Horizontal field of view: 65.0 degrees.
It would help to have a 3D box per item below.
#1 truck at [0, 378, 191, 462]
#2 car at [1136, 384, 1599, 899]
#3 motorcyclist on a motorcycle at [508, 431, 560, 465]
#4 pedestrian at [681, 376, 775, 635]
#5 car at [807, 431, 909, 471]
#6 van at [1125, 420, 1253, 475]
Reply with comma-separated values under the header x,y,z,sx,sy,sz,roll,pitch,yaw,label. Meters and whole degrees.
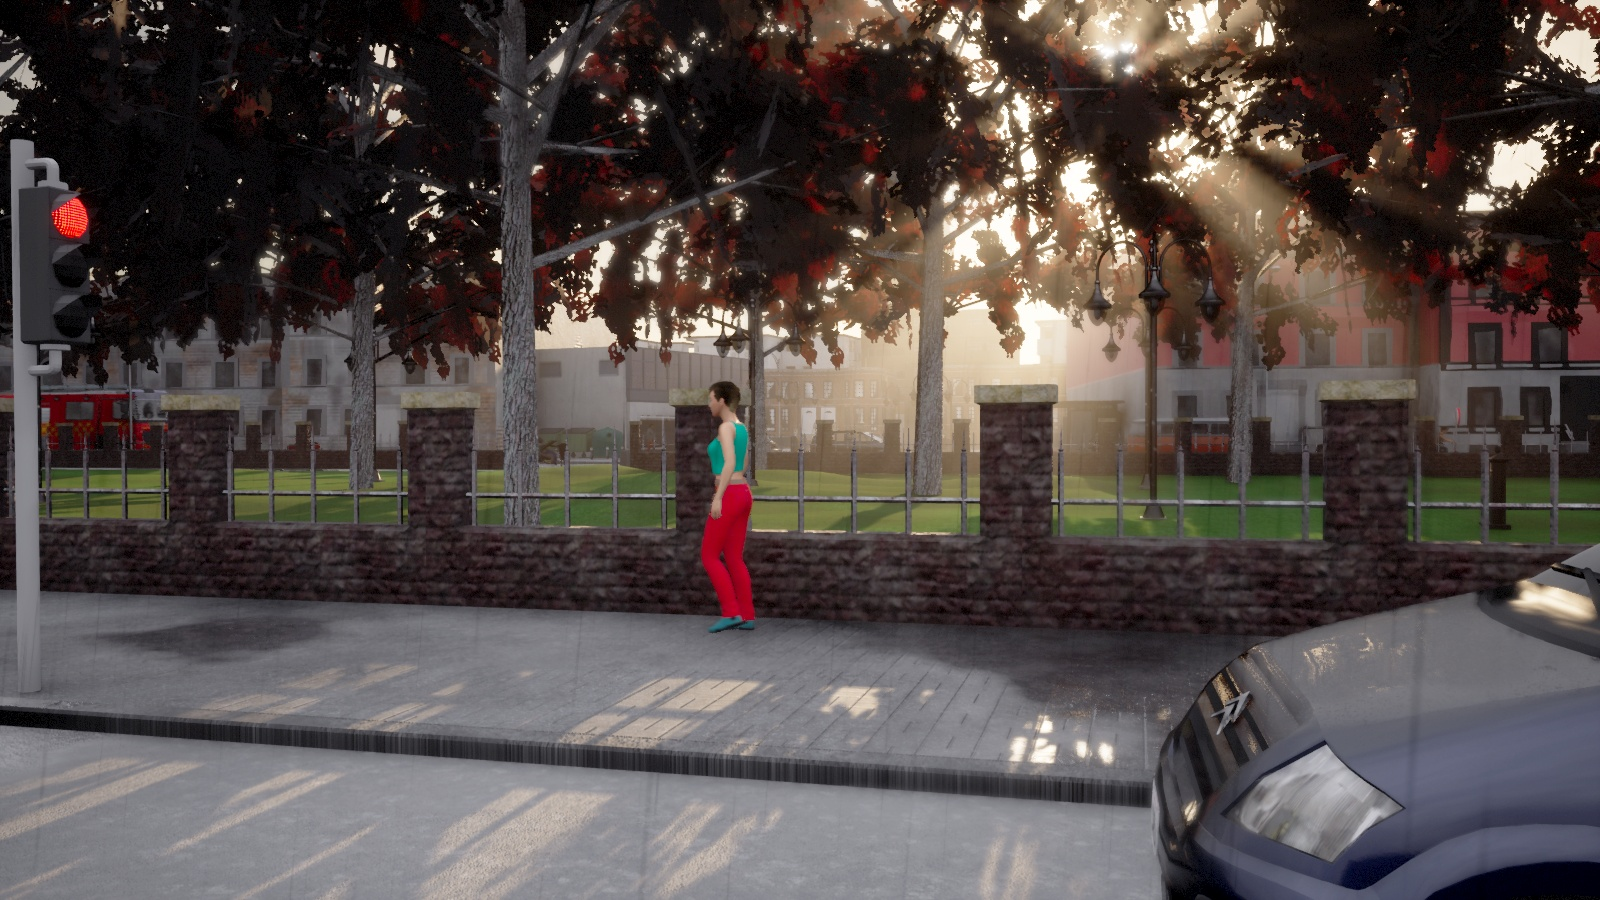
x,y,z,sx,sy,sz,roll,pitch,yaw,label
-33.393,-1.413,59.304,8.468,3.827,2.891,0,1,15,truck
2.850,0.691,2.798,3.988,1.617,1.851,0,1,13,car
-12.230,-0.110,57.814,2.191,1.530,0.866,0,1,15,motorcyclist on a motorcycle
-0.521,0.388,9.143,0.594,1.836,0.345,1,1,20,pedestrian
2.313,0.017,49.774,3.705,1.549,1.789,0,1,15,car
14.349,-0.113,46.544,4.442,1.987,1.775,1,1,15,van
